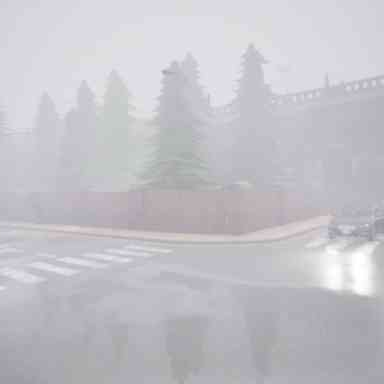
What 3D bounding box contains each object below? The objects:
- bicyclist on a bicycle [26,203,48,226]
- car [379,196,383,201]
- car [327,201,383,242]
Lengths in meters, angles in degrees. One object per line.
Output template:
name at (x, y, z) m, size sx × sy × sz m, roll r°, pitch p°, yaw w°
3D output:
bicyclist on a bicycle at (-11.201, 1.611, 24.077) m, size 0.582 × 1.620 × 1.656 m, roll -1°, pitch 0°, yaw 38°
car at (15.092, 1.075, 25.125) m, size 2.097 × 1.767 × 4.553 m, roll -1°, pitch 0°, yaw 38°
car at (7.910, 1.375, 15.820) m, size 2.128 × 1.511 × 4.902 m, roll -1°, pitch 0°, yaw 38°
